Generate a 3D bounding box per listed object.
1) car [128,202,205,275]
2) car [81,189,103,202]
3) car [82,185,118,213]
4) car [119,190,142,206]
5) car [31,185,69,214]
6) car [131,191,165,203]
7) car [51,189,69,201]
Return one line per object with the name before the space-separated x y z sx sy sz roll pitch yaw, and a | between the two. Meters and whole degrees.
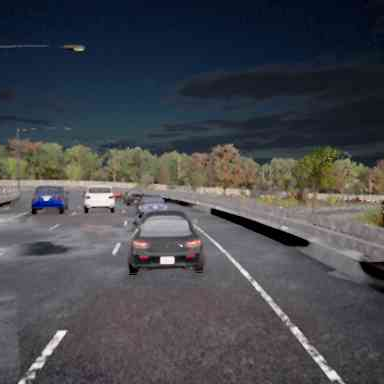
car | -0.759 1.241 9.464 1.812 1.442 4.674 0 2 -6
car | -12.209 0.369 40.440 2.033 1.411 5.357 -1 2 -23
car | -7.271 0.460 26.089 2.150 2.045 5.566 -1 2 -16
car | -5.782 0.528 33.146 1.837 1.490 4.892 -1 2 -18
car | -10.684 0.493 25.279 2.150 2.045 5.566 -1 2 -16
car | -2.708 0.895 21.995 2.033 1.411 5.357 -1 2 -13
car | -16.664 0.391 41.883 1.895 1.301 4.718 -1 2 -24
